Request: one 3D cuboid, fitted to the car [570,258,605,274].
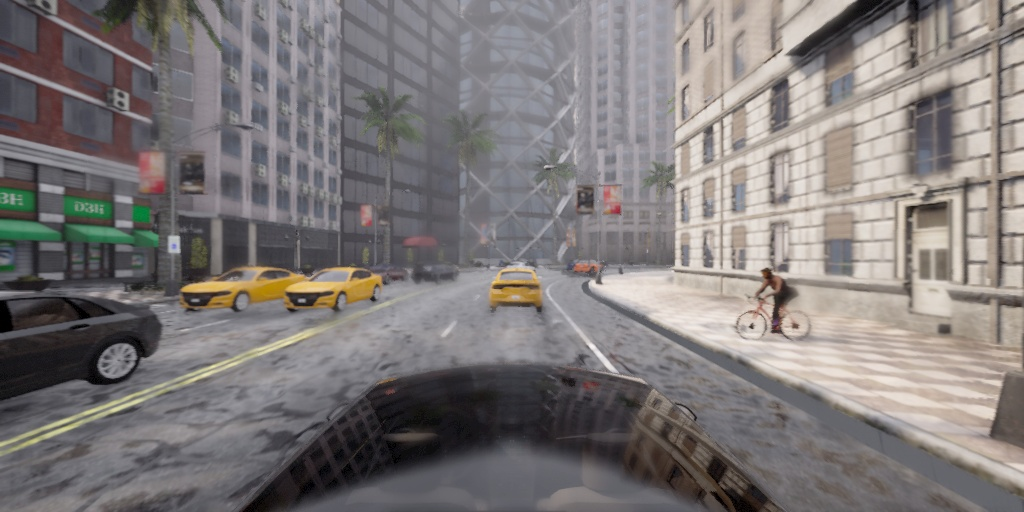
[{"bbox_3d":[8.927,1.131,41.136,2.097,1.767,4.553,0,0,36],"label":"car"}]

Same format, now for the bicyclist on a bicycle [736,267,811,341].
[{"bbox_3d":[5.705,1.066,7.822,1.656,1.620,0.582,0,0,0],"label":"bicyclist on a bicycle"}]

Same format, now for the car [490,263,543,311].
[{"bbox_3d":[0.205,1.230,14.496,1.882,1.535,5.008,0,0,2],"label":"car"}]

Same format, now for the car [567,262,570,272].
[{"bbox_3d":[9.212,1.132,46.795,4.553,1.767,2.097,0,0,-45],"label":"car"}]

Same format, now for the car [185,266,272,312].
[{"bbox_3d":[-10.398,1.203,14.356,1.882,1.535,5.008,0,0,2],"label":"car"}]

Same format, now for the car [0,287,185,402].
[{"bbox_3d":[-7.073,1.238,4.236,1.837,1.490,4.892,0,0,1],"label":"car"}]

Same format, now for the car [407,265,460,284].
[{"bbox_3d":[-5.638,1.341,26.861,1.895,1.301,4.718,0,0,14],"label":"car"}]

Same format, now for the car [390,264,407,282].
[{"bbox_3d":[-9.258,1.294,26.166,1.994,1.385,4.181,0,0,12],"label":"car"}]

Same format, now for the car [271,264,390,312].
[{"bbox_3d":[-6.898,1.212,14.390,1.882,1.535,5.008,0,0,2],"label":"car"}]
